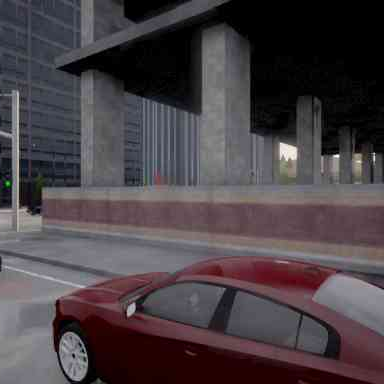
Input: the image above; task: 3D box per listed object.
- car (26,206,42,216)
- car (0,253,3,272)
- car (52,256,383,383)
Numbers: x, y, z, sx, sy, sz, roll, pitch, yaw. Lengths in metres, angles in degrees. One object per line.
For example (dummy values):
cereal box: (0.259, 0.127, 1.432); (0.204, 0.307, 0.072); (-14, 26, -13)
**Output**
car: (-14.070, 1.656, 33.511); (1.895, 1.301, 4.718); (0, 0, 36)
car: (-6.876, 1.564, 8.844); (4.181, 1.385, 1.994); (0, 0, 36)
car: (0.470, 1.478, 3.655); (5.008, 1.535, 1.882); (0, 0, 35)
